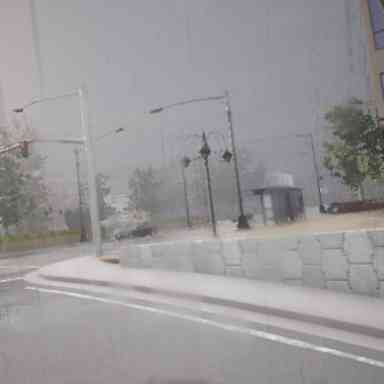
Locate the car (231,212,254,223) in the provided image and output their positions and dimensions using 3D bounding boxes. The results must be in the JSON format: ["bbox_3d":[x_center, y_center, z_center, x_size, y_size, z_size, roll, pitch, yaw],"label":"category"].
[{"bbox_3d":[7.594,3.826,50.191,1.837,1.490,4.892,-10,-6,36],"label":"car"}]

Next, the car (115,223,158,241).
[{"bbox_3d":[-5.410,3.876,32.649,1.837,1.490,4.892,-10,-6,36],"label":"car"}]
